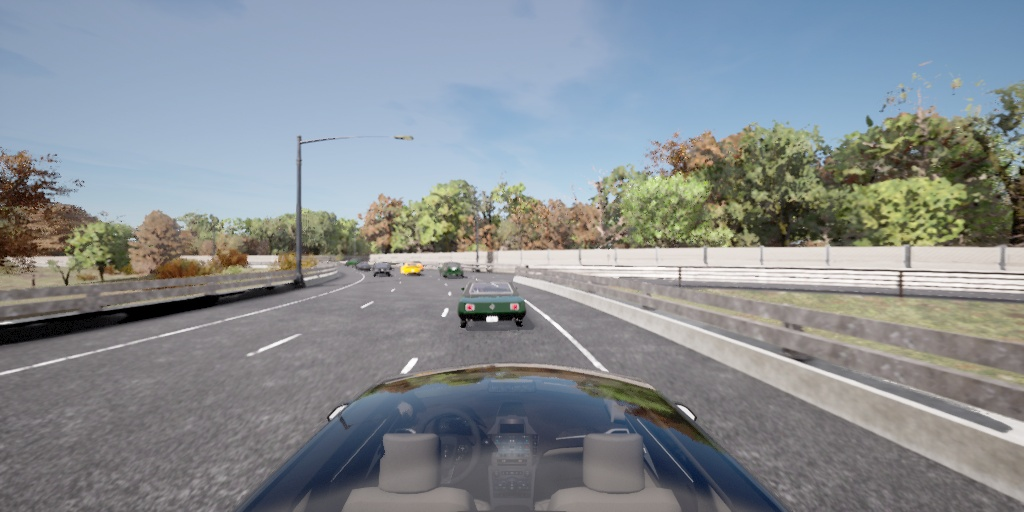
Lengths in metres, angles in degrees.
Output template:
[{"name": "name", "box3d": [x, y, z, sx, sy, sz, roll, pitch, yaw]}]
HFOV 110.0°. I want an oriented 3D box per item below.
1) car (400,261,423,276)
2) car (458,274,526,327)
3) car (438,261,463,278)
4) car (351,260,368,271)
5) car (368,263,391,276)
[{"name": "car", "box3d": [-12.653, 1.582, 44.477, 1.882, 1.535, 5.008, 0, -1, -23]}, {"name": "car", "box3d": [-0.742, 1.431, 11.914, 1.895, 1.301, 4.718, 0, 0, -5]}, {"name": "car", "box3d": [-6.617, 1.397, 38.499, 2.097, 1.767, 4.553, 0, -1, -19]}, {"name": "car", "box3d": [-24.910, 1.810, 59.637, 1.994, 1.385, 4.181, 0, -1, -33]}, {"name": "car", "box3d": [-15.801, 1.648, 43.136, 2.033, 1.411, 5.357, 0, 0, -24]}]
